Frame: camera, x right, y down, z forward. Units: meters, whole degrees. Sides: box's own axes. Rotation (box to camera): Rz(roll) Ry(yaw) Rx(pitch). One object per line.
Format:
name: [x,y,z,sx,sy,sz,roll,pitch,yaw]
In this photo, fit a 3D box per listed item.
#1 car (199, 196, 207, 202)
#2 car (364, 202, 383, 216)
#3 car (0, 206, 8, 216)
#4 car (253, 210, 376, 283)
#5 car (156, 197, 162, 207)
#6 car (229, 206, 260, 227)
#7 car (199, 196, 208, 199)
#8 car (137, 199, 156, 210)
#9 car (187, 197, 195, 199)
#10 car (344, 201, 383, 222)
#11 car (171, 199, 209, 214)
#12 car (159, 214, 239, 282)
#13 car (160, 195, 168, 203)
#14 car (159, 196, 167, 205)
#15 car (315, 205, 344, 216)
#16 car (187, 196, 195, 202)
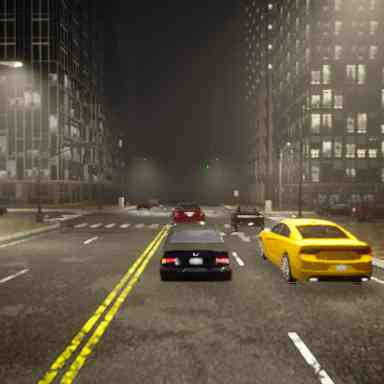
car: [2.998,1.868,89.663,2.097,1.767,4.553,0,0,0]
car: [21.708,1.887,36.441,4.829,1.417,1.752,0,0,1]
car: [-20.002,1.529,31.223,5.008,1.535,1.882,1,1,1]
car: [3.323,1.540,9.890,1.882,1.535,5.008,0,0,0]
car: [-6.735,1.941,57.062,1.895,1.301,4.718,0,0,0]
car: [3.493,1.624,21.324,2.128,1.511,4.902,0,0,3]
car: [3.025,1.963,79.861,1.837,1.490,4.892,0,0,0]
car: [-6.734,1.890,47.889,1.895,1.301,4.718,0,0,0]
car: [-0.223,2.003,79.265,1.994,1.385,4.181,0,0,0]
car: [16.123,1.708,28.140,5.009,1.841,2.192,0,0,1]
car: [-0.379,1.522,23.159,2.097,1.767,4.553,0,-1,-6]
car: [0.073,1.610,9.952,2.033,1.411,5.357,0,0,0]
car: [-6.720,1.678,77.818,2.150,2.045,5.566,0,0,0]
car: [-6.707,1.959,67.066,1.994,1.385,4.181,0,0,0]
car: [15.019,1.930,33.941,4.718,1.301,1.895,0,1,1]
car: [-0.252,1.896,89.302,1.994,1.385,4.181,0,0,0]
